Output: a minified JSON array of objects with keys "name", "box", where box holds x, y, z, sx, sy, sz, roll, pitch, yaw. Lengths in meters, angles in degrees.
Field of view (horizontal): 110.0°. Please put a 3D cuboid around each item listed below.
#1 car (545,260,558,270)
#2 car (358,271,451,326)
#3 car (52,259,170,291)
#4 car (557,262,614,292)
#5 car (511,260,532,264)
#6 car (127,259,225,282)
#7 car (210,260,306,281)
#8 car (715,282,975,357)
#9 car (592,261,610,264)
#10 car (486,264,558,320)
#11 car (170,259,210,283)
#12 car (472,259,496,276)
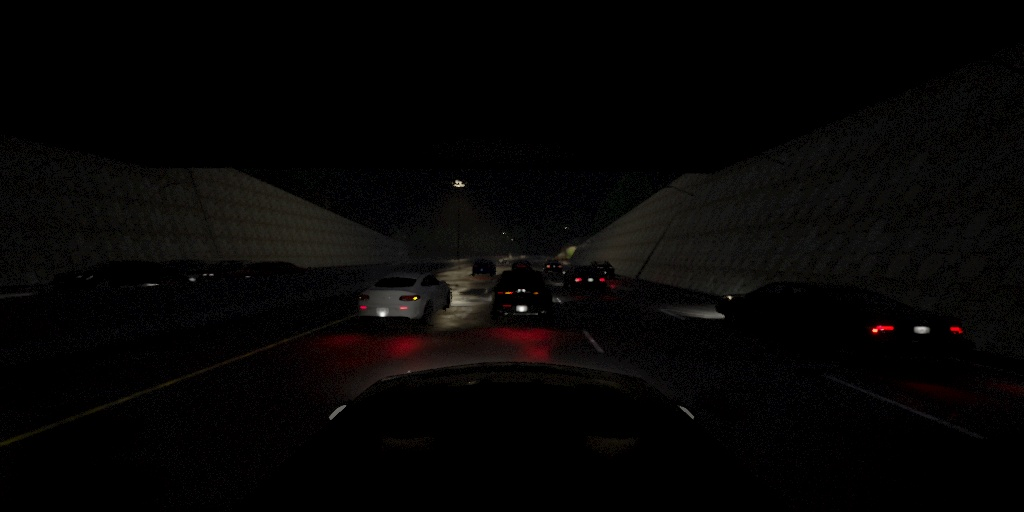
[{"name":"car","box":[4.591,1.168,41.010,2.033,1.411,5.357,1,0,1]},{"name":"car","box":[-3.191,1.203,11.324,1.812,1.442,4.674,1,0,2]},{"name":"car","box":[-20.691,0.952,19.028,1.882,1.535,5.008,1,0,2]},{"name":"car","box":[4.060,1.253,20.719,2.033,1.411,5.357,1,0,1]},{"name":"car","box":[0.905,1.094,33.887,1.882,1.535,5.008,1,0,1]},{"name":"car","box":[-24.006,0.959,26.008,2.033,1.411,5.357,1,0,2]},{"name":"car","box":[-13.662,1.015,20.046,1.882,1.535,5.008,1,0,2]},{"name":"car","box":[7.244,1.336,8.789,2.033,1.411,5.357,1,0,2]},{"name":"car","box":[7.868,1.182,32.433,2.128,1.511,4.902,1,0,2]},{"name":"car","box":[0.340,1.211,12.453,1.837,1.490,4.892,1,0,2]},{"name":"car","box":[-17.118,0.988,21.689,2.128,1.511,4.902,1,0,2]},{"name":"car","box":[-2.594,1.060,34.007,1.882,1.535,5.008,1,0,2]}]
